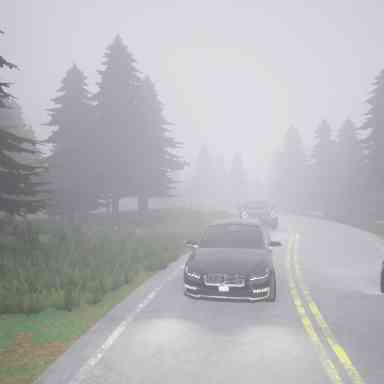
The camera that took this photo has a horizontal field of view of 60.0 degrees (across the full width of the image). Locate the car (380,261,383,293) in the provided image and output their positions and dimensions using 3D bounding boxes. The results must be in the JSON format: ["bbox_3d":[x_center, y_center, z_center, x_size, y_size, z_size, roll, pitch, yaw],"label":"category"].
[{"bbox_3d":[4.498,1.308,4.647,2.097,1.767,4.553,-1,0,8],"label":"car"}]

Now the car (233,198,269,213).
[{"bbox_3d":[6.241,1.410,35.737,1.837,1.490,4.892,2,-1,-15],"label":"car"}]

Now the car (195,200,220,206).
[{"bbox_3d":[1.967,1.799,44.867,1.812,1.442,4.674,3,-5,-35],"label":"car"}]

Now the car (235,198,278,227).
[{"bbox_3d":[3.909,1.269,20.441,2.097,1.767,4.553,-1,0,5],"label":"car"}]

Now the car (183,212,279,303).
[{"bbox_3d":[1.100,1.496,8.421,1.837,1.490,4.892,-1,0,13],"label":"car"}]
